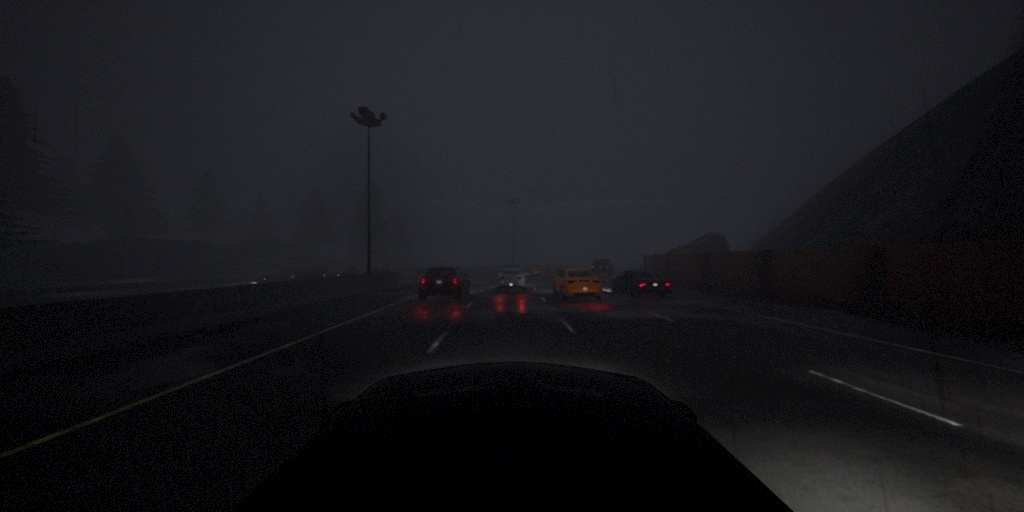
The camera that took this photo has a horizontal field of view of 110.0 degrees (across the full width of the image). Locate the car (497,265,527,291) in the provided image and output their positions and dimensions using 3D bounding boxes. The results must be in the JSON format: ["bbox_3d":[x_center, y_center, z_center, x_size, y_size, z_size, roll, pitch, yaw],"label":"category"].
[{"bbox_3d":[0.030,1.543,24.294,1.812,1.442,4.674,-1,-1,2],"label":"car"}]

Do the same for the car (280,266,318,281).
[{"bbox_3d":[-20.053,1.772,35.860,2.128,1.511,4.902,0,-1,9],"label":"car"}]

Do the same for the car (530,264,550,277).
[{"bbox_3d":[3.650,1.700,43.414,1.882,1.535,5.008,-1,-1,19],"label":"car"}]

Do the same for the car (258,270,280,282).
[{"bbox_3d":[-23.394,1.862,37.171,2.033,1.411,5.357,0,-1,10],"label":"car"}]

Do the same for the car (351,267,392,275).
[{"bbox_3d":[-13.139,1.825,34.792,1.895,1.301,4.718,0,-1,9],"label":"car"}]

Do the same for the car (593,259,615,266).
[{"bbox_3d":[10.835,1.390,42.432,2.150,2.045,5.566,-1,-1,22],"label":"car"}]

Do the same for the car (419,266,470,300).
[{"bbox_3d":[-3.569,1.336,19.644,2.097,1.767,4.553,0,-1,0],"label":"car"}]

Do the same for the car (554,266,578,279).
[{"bbox_3d":[6.030,1.765,39.701,1.895,1.301,4.718,-1,-1,18],"label":"car"}]

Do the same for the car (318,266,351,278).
[{"bbox_3d":[-16.568,1.779,35.510,1.812,1.442,4.674,0,-1,9],"label":"car"}]

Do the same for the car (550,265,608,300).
[{"bbox_3d":[3.419,1.415,19.296,1.882,1.535,5.008,0,-1,0],"label":"car"}]

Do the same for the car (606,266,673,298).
[{"bbox_3d":[6.914,1.470,19.799,2.033,1.411,5.357,0,-1,0],"label":"car"}]
